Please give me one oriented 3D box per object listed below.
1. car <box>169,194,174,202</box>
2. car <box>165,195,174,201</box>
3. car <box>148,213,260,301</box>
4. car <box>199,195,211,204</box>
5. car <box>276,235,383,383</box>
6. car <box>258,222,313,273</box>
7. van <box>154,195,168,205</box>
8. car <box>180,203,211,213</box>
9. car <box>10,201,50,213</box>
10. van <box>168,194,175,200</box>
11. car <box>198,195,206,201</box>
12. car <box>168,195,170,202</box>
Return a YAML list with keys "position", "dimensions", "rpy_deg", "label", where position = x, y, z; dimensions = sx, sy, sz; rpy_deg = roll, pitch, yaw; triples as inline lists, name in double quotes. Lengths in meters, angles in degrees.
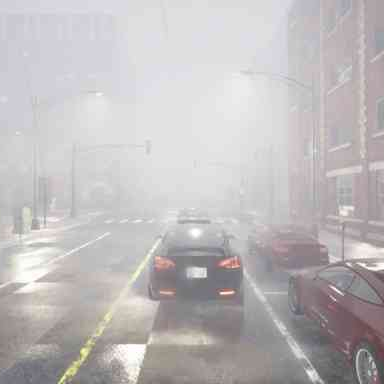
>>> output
- position: [-5.805, 1.607, 76.568]
  dimensions: [1.802, 1.307, 4.206]
  rpy_deg: [1, 0, 0]
  label: "car"
- position: [-5.822, 1.582, 87.873]
  dimensions: [2.008, 1.369, 4.403]
  rpy_deg: [1, 0, 0]
  label: "car"
- position: [0.086, 1.506, 8.376]
  dimensions: [2.163, 1.488, 4.792]
  rpy_deg: [0, 0, 0]
  label: "car"
- position: [2.604, 1.544, 59.757]
  dimensions: [1.752, 1.417, 4.829]
  rpy_deg: [1, 0, 0]
  label: "car"
- position: [2.660, 1.583, 4.677]
  dimensions: [1.802, 1.307, 4.206]
  rpy_deg: [1, 0, 0]
  label: "car"
- position: [2.820, 1.585, 10.333]
  dimensions: [1.802, 1.307, 4.206]
  rpy_deg: [1, 0, 0]
  label: "car"
- position: [-5.773, 1.359, 59.612]
  dimensions: [1.690, 1.788, 3.998]
  rpy_deg: [1, 0, 0]
  label: "van"
- position: [0.072, 1.552, 17.648]
  dimensions: [2.033, 1.411, 5.357]
  rpy_deg: [0, 0, -1]
  label: "car"
- position: [-18.774, 1.730, 38.681]
  dimensions: [4.313, 1.339, 1.947]
  rpy_deg: [0, -1, 0]
  label: "car"
- position: [-5.829, 1.376, 93.526]
  dimensions: [1.690, 1.788, 3.998]
  rpy_deg: [1, 0, 0]
  label: "van"
- position: [2.557, 1.597, 87.848]
  dimensions: [1.947, 1.339, 4.313]
  rpy_deg: [1, 0, 0]
  label: "car"
- position: [-5.786, 1.602, 65.264]
  dimensions: [1.802, 1.307, 4.206]
  rpy_deg: [1, 0, 0]
  label: "car"
